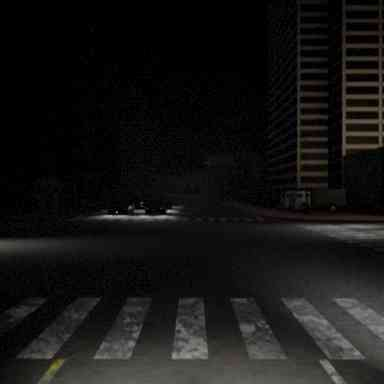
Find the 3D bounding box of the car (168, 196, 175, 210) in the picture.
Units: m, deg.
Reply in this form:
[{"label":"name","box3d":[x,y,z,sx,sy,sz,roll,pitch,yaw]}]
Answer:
[{"label":"car","box3d":[-3.617,1.543,42.745,1.994,1.385,4.181,0,0,0]}]

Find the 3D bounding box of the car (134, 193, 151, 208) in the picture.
[{"label":"car","box3d":[-7.117,1.330,43.574,2.097,1.767,4.553,0,0,0]}]

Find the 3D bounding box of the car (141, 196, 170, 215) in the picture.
[{"label":"car","box3d":[-3.610,1.488,33.830,1.837,1.490,4.892,0,0,0]}]

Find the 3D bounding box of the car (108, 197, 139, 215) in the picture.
[{"label":"car","box3d":[-7.113,1.530,34.141,2.033,1.411,5.357,0,0,0]}]

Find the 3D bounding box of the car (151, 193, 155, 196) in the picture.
[{"label":"car","box3d":[-7.086,1.194,54.121,2.150,2.045,5.566,0,0,0]}]
